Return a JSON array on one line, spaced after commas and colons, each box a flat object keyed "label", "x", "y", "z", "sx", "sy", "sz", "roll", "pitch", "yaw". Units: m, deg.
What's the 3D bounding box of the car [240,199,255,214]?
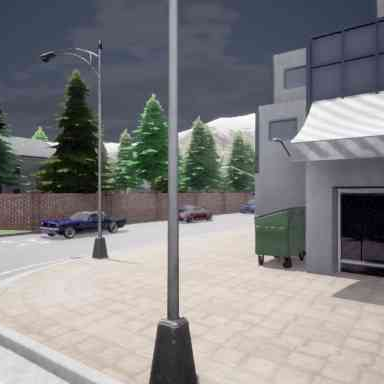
[{"label": "car", "x": 7.063, "y": 1.528, "z": 36.699, "sx": 2.097, "sy": 1.767, "sz": 4.553, "roll": 0, "pitch": 0, "yaw": 37}]

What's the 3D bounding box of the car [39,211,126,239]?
[{"label": "car", "x": -6.100, "y": 1.777, "z": 18.949, "sx": 1.895, "sy": 1.301, "sz": 4.718, "roll": 0, "pitch": 0, "yaw": 37}]

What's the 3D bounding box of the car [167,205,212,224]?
[{"label": "car", "x": -0.118, "y": 1.740, "z": 27.015, "sx": 1.994, "sy": 1.385, "sz": 4.181, "roll": 0, "pitch": 0, "yaw": 37}]
